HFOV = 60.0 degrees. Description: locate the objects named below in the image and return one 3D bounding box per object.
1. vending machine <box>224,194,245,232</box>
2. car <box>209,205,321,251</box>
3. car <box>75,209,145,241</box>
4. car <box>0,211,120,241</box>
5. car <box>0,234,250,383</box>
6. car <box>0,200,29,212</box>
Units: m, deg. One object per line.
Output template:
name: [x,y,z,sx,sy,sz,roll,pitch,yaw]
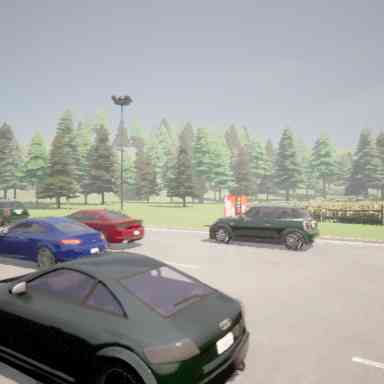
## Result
vending machine: [2.499,1.195,19.379,0.880,2.100,1.100,0,0,30]
car: [3.003,1.352,14.230,4.553,1.767,2.097,0,0,32]
car: [-4.369,1.477,14.436,5.008,1.535,1.882,0,0,28]
car: [-4.817,1.526,10.711,4.674,1.442,1.812,0,0,29]
car: [-1.339,1.564,4.598,4.181,1.385,1.994,0,0,32]
car: [-13.157,1.351,22.276,4.553,1.767,2.097,0,0,22]
